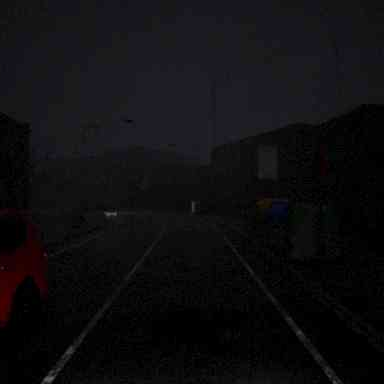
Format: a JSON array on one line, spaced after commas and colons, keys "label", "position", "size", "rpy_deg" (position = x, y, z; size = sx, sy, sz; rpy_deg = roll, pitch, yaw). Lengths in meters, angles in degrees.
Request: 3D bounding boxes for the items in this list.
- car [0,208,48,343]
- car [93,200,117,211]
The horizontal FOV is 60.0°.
[{"label": "car", "position": [-3.604, 1.259, 3.649], "size": [2.150, 2.045, 5.566], "rpy_deg": [0, -1, 0]}, {"label": "car", "position": [-12.270, 1.905, 46.873], "size": [2.128, 1.511, 4.902], "rpy_deg": [1, -1, -38]}]
